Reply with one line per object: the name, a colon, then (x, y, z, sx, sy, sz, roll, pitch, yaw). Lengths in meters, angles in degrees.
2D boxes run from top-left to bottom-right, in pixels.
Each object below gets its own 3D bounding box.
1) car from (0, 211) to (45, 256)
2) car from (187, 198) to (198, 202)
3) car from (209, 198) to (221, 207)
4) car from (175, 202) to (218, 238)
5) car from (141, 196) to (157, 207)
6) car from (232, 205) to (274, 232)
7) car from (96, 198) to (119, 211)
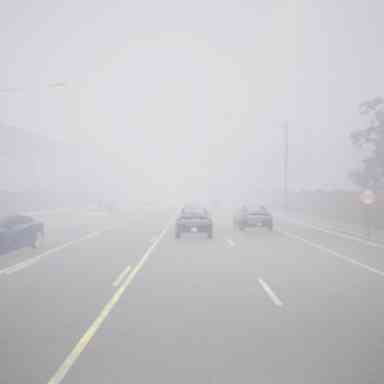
car: (-7.088, 1.502, 11.937, 1.882, 1.535, 5.008, 0, 0, 0)
car: (0.107, 1.627, 52.935, 1.812, 1.442, 4.674, 0, 0, 0)
car: (3.608, 1.648, 52.757, 2.033, 1.411, 5.357, 0, 0, 0)
car: (0.102, 1.527, 17.847, 2.128, 1.511, 4.902, 0, 0, 0)
car: (-7.011, 1.463, 54.434, 2.097, 1.767, 4.553, 0, 0, 0)
car: (3.602, 1.532, 20.237, 2.128, 1.511, 4.902, 0, 0, 0)
car: (-10.558, 1.574, 41.837, 2.128, 1.511, 4.902, 0, 0, 0)
